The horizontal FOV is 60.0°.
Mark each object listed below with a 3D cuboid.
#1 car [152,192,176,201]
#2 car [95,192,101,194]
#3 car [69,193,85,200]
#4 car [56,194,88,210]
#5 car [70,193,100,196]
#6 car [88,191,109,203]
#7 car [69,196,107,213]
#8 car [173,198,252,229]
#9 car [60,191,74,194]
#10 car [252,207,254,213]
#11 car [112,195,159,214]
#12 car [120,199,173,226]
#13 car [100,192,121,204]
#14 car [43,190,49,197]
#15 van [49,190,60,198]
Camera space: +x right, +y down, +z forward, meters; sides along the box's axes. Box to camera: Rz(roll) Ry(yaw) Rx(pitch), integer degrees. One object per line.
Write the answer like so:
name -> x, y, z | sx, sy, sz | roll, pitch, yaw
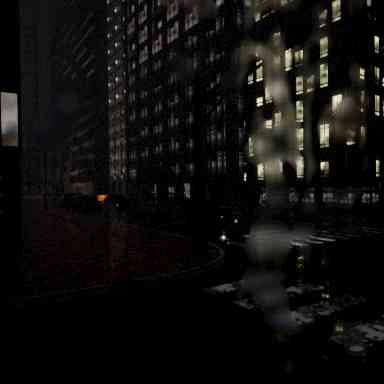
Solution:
car -> -3.640, 0.963, 38.206 | 2.192, 1.841, 5.009 | -1, 1, -35
car -> -16.134, 1.077, 51.775 | 2.033, 1.411, 5.357 | -1, 1, -34
car -> -22.847, 0.889, 66.078 | 1.887, 1.381, 4.507 | -1, 1, -35
car -> -13.717, 1.289, 38.066 | 2.008, 1.369, 4.403 | -1, 1, -35
car -> -13.896, 1.184, 42.922 | 1.812, 1.442, 4.674 | -1, 1, -34
car -> -15.939, 0.796, 56.782 | 2.097, 1.767, 4.553 | -1, 1, -35
car -> -10.515, 1.354, 33.420 | 1.947, 1.339, 4.313 | -1, 1, -35
car -> 1.129, 1.383, 21.062 | 2.128, 1.511, 4.902 | -1, 1, -34
car -> -21.677, 0.946, 59.790 | 1.837, 1.490, 4.892 | -1, 1, -34
car -> 3.110, 1.279, 28.349 | 1.752, 1.417, 4.829 | -1, 1, -35
car -> -5.265, 1.299, 30.352 | 1.837, 1.490, 4.892 | -1, 1, -35
car -> -2.886, 1.455, 22.399 | 2.008, 1.369, 4.403 | -1, 1, -35
car -> -11.956, 1.009, 51.064 | 1.837, 1.490, 4.892 | -1, 1, -35
car -> -35.652, 0.689, 84.658 | 2.008, 1.369, 4.403 | -1, 1, -35
van -> -32.450, 0.531, 80.010 | 1.690, 1.788, 3.998 | -1, 1, -35
